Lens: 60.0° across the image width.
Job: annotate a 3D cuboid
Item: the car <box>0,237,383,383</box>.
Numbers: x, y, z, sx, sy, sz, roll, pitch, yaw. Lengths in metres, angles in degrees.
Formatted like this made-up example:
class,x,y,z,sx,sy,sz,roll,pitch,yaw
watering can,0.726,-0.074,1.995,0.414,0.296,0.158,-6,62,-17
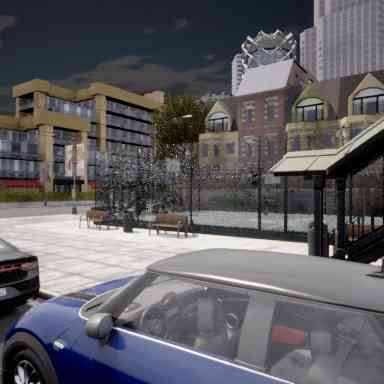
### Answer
class,x,y,z,sx,sy,sz,roll,pitch,yaw
car,0.187,1.354,3.170,4.553,1.767,2.185,0,0,35
